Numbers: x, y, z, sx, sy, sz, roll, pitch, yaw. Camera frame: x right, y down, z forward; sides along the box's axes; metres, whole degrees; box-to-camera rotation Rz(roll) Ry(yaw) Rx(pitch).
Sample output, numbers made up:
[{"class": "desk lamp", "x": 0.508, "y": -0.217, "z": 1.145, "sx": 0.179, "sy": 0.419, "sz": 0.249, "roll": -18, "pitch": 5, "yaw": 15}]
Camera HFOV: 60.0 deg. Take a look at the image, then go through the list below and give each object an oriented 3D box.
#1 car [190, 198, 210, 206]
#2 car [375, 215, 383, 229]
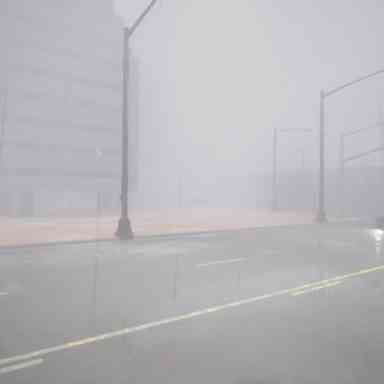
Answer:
[{"class": "car", "x": 1.575, "y": 1.925, "z": 65.524, "sx": 1.837, "sy": 1.490, "sz": 4.892, "roll": 1, "pitch": 0, "yaw": -35}, {"class": "car", "x": 14.317, "y": 1.831, "z": 22.696, "sx": 4.181, "sy": 1.385, "sz": 1.994, "roll": 1, "pitch": 0, "yaw": -35}]
